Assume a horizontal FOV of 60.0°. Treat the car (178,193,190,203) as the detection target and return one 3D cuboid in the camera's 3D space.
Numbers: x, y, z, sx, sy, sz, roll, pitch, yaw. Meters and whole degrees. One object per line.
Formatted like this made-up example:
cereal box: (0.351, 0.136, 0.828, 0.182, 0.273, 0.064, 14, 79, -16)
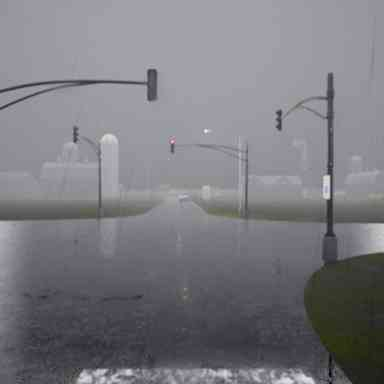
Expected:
car: (-1.489, 1.483, 70.350, 1.812, 1.442, 4.674, 0, 0, -3)
